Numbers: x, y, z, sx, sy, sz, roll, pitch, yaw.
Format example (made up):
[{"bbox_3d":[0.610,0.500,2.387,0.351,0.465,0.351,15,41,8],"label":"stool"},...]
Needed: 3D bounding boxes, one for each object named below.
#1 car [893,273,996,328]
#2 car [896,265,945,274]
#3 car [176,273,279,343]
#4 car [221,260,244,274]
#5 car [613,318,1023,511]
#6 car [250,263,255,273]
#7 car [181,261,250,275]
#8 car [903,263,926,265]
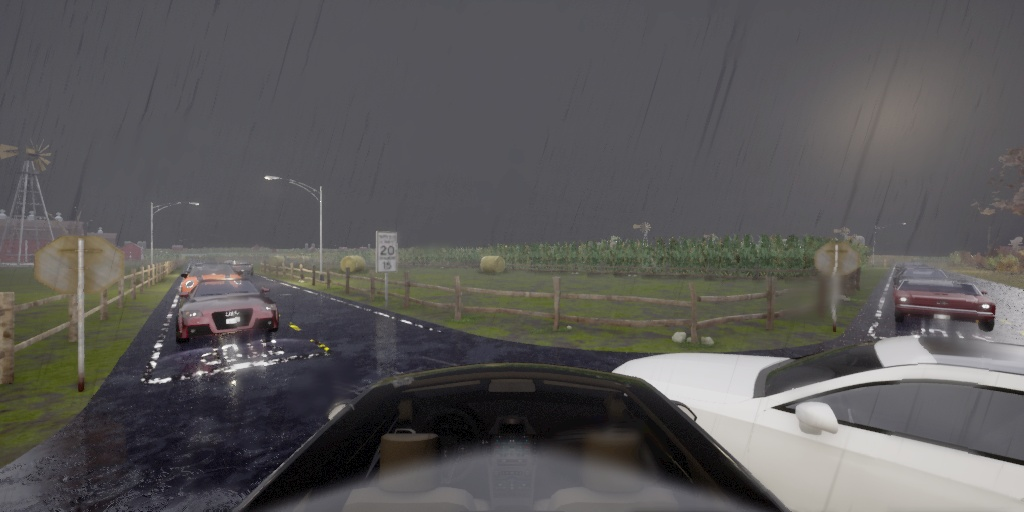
[{"bbox_3d":[13.528,1.395,11.413,4.718,1.301,1.895,0,1,-43],"label":"car"},{"bbox_3d":[20.611,1.358,17.970,5.357,1.411,2.033,0,1,-43],"label":"car"},{"bbox_3d":[-7.932,1.353,9.957,1.994,1.385,4.181,0,0,-42],"label":"car"},{"bbox_3d":[-33.664,1.296,43.151,1.837,1.490,4.892,0,0,-41],"label":"car"},{"bbox_3d":[2.840,1.294,2.360,1.812,1.442,4.674,0,1,-44],"label":"car"},{"bbox_3d":[-26.950,1.276,35.687,2.128,1.511,4.902,0,0,-41],"label":"car"},{"bbox_3d":[-13.702,1.137,16.446,2.097,1.767,4.553,0,0,-42],"label":"car"},{"bbox_3d":[27.371,1.394,24.218,4.181,1.385,1.994,0,1,-43],"label":"car"}]
